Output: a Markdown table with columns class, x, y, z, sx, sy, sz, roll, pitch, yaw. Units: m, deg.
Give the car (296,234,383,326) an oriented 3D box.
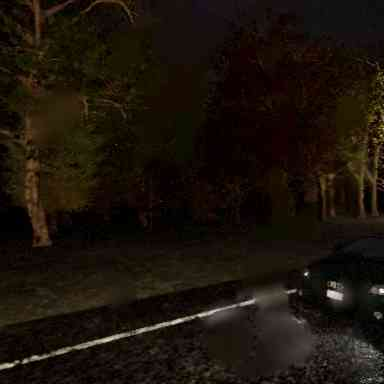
| class | x | y | z | sx | sy | sz | roll | pitch | yaw |
| --- | --- | --- | --- | --- | --- | --- | --- | --- | --- |
| car | 4.092 | 1.615 | 6.909 | 4.181 | 1.385 | 1.994 | 0 | 0 | -35 |
